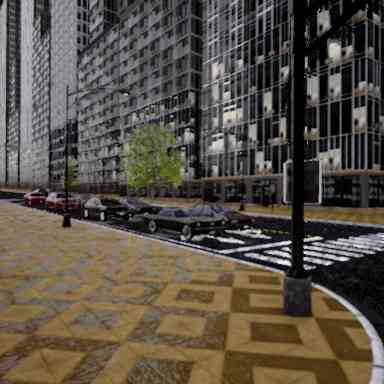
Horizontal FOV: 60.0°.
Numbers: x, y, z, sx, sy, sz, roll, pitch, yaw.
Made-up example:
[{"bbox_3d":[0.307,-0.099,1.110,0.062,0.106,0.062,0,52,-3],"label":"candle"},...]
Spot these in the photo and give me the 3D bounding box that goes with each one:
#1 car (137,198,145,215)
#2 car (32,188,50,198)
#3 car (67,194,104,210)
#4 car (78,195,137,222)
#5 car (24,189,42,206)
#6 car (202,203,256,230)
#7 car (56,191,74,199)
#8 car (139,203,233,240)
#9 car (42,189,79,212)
[{"bbox_3d":[-5.006,1.187,27.360,2.033,1.411,5.357,0,1,-37],"label":"car"},{"bbox_3d":[-28.853,0.206,63.449,2.097,1.767,4.553,0,1,-38],"label":"car"},{"bbox_3d":[-11.508,0.991,35.661,2.033,1.411,5.357,0,1,-38],"label":"car"},{"bbox_3d":[-6.048,1.171,23.418,1.837,1.490,4.892,0,1,-38],"label":"car"},{"bbox_3d":[-18.469,0.768,39.345,1.882,1.535,5.008,0,1,-37],"label":"car"},{"bbox_3d":[1.264,1.376,19.425,2.033,1.411,5.357,0,1,-36],"label":"car"},{"bbox_3d":[-23.926,0.545,62.420,1.895,1.301,4.718,0,1,-38],"label":"car"},{"bbox_3d":[-0.460,1.435,16.306,1.895,1.301,4.718,0,1,-38],"label":"car"},{"bbox_3d":[-12.161,0.834,31.222,2.097,1.767,4.553,0,1,-38],"label":"car"}]
